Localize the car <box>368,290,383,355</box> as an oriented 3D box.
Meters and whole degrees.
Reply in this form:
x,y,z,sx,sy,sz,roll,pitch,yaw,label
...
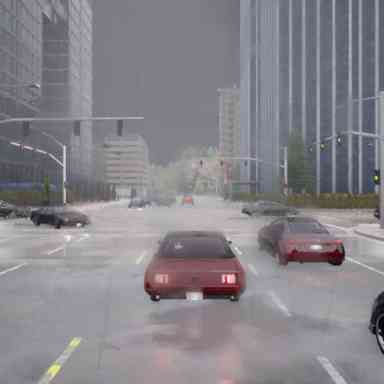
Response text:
x,y,z,sx,sy,sz,roll,pitch,yaw,label
3.608,1.564,3.191,1.994,1.385,4.181,0,0,-1,car

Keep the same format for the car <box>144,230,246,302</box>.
x,y,z,sx,sy,sz,roll,pitch,yaw,label
0.072,1.600,8.244,1.895,1.301,4.718,0,0,0,car

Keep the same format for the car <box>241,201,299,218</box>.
x,y,z,sx,sy,sz,roll,pitch,yaw,label
6.630,1.490,28.284,4.902,1.511,2.128,0,0,0,car

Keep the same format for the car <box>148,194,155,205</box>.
x,y,z,sx,sy,sz,roll,pitch,yaw,label
-7.901,1.502,56.675,1.837,1.490,4.892,0,0,-1,car

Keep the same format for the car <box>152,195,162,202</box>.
x,y,z,sx,sy,sz,roll,pitch,yaw,label
-8.123,1.462,77.548,1.882,1.535,5.008,0,0,-1,car

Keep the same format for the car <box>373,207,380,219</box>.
x,y,z,sx,sy,sz,roll,pitch,yaw,label
16.304,1.476,24.860,5.008,1.535,1.882,0,0,0,car

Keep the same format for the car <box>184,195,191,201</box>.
x,y,z,sx,sy,sz,roll,pitch,yaw,label
-1.270,1.520,87.831,1.812,1.442,4.674,0,0,-1,car

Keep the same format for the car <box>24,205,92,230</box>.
x,y,z,sx,sy,sz,roll,pitch,yaw,label
-8.594,1.547,21.481,5.357,1.411,2.033,0,0,44,car

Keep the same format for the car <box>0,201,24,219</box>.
x,y,z,sx,sy,sz,roll,pitch,yaw,label
-16.096,1.504,28.105,4.892,1.490,1.837,0,0,0,car

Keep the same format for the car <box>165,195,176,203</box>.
x,y,z,sx,sy,sz,roll,pitch,yaw,label
-4.540,1.522,71.803,2.128,1.511,4.902,0,0,-1,car

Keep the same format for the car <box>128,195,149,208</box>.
x,y,z,sx,sy,sz,roll,pitch,yaw,label
-7.785,1.524,47.421,1.812,1.442,4.674,0,0,1,car

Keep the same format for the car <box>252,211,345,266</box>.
x,y,z,sx,sy,sz,roll,pitch,yaw,label
3.579,1.563,11.602,1.994,1.385,4.181,0,0,0,car

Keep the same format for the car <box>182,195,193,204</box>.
x,y,z,sx,sy,sz,roll,pitch,yaw,label
-0.810,1.349,62.467,2.097,1.767,4.553,0,0,-1,car

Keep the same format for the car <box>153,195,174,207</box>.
x,y,z,sx,sy,sz,roll,pitch,yaw,label
-4.341,1.545,51.521,2.033,1.411,5.357,0,0,-1,car

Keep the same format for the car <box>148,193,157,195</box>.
x,y,z,sx,sy,sz,roll,pitch,yaw,label
-7.990,1.219,67.081,2.150,2.045,5.566,0,0,-1,car

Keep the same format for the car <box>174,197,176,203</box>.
x,y,z,sx,sy,sz,roll,pitch,yaw,label
-4.454,1.502,61.363,1.837,1.490,4.892,0,0,-1,car

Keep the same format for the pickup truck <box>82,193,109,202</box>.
x,y,z,sx,sy,sz,roll,pitch,yaw,label
-21.184,1.055,73.296,2.390,2.098,6.274,0,0,30,pickup truck
